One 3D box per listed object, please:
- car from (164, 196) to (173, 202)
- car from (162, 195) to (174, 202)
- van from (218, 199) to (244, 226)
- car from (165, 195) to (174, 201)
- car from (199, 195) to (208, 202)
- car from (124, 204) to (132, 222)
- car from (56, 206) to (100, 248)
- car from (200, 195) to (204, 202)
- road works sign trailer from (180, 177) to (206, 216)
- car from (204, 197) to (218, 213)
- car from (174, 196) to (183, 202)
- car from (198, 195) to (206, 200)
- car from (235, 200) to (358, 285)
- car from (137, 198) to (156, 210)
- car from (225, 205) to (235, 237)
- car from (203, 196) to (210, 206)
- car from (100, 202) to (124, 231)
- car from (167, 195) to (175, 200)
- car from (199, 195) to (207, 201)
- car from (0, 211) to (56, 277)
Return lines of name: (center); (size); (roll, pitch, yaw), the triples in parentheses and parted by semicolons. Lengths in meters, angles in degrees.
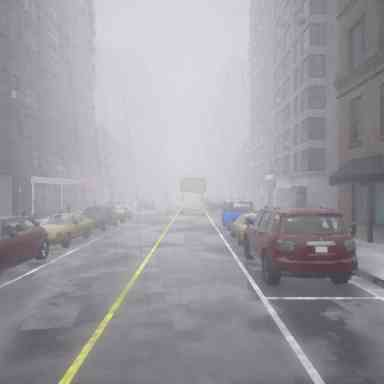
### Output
car: (-5.772, 1.575, 81.026); (1.947, 1.339, 4.313); (-1, 0, 0)
car: (-5.774, 1.445, 75.521); (1.967, 1.590, 4.097); (-1, 0, 0)
van: (2.751, 1.328, 20.469); (1.690, 1.788, 3.998); (-1, 0, 0)
car: (-5.772, 1.565, 86.531); (2.008, 1.369, 4.403); (-1, 0, 0)
car: (2.753, 1.554, 81.026); (1.887, 1.381, 4.507); (-1, 0, 0)
car: (-5.772, 1.511, 25.805); (1.752, 1.417, 4.829); (-1, 0, 0)
car: (-5.772, 1.515, 14.794); (1.752, 1.417, 4.829); (-1, 0, 0)
car: (2.751, 1.431, 53.501); (1.967, 1.590, 4.097); (-1, 0, 0)
road works sign trailer: (0.079, 0.418, 32.085); (2.380, 3.560, 2.880); (2, 0, -2)
car: (2.753, 1.536, 36.985); (2.008, 1.369, 4.403); (-1, 0, 0)
car: (-2.999, 1.514, 76.733); (1.994, 1.385, 4.181); (0, 0, 0)
car: (2.752, 1.563, 92.037); (1.887, 1.381, 4.507); (-1, 0, 0)
car: (2.750, 1.308, 9.460); (2.192, 1.841, 5.009); (-1, 0, 0)
car: (-5.773, 1.427, 42.490); (1.967, 1.590, 4.097); (-1, 0, 0)
car: (2.753, 1.515, 15.135); (1.752, 1.417, 4.829); (-1, 0, 0)
car: (2.753, 1.532, 42.490); (1.887, 1.381, 4.507); (-1, 0, 0)
car: (-5.771, 1.553, 20.469); (1.947, 1.339, 4.313); (-1, 0, 0)
car: (-5.772, 1.563, 92.037); (1.887, 1.381, 4.507); (-1, 0, 0)
car: (2.753, 1.559, 86.531); (1.887, 1.381, 4.507); (-1, 0, 0)
car: (-5.773, 1.433, 9.460); (1.967, 1.590, 4.097); (-1, 0, 0)
